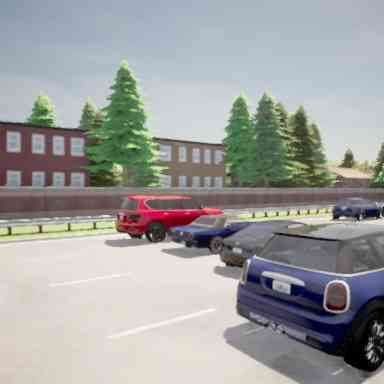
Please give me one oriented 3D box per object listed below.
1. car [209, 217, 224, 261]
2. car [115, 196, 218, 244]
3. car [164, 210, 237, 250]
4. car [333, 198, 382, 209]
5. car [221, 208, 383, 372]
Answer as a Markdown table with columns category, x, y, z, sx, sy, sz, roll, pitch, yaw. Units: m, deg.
| category | x | y | z | sx | sy | sz | roll | pitch | yaw |
| --- | --- | --- | --- | --- | --- | --- | --- | --- | --- |
| car | 2.849 | 1.531 | 10.075 | 4.181 | 1.385 | 1.994 | 0 | 0 | -35 |
| car | -0.881 | 1.187 | 16.015 | 5.566 | 2.045 | 2.150 | 0 | 0 | -35 |
| car | 1.485 | 1.565 | 13.404 | 4.718 | 1.301 | 1.895 | 0 | 0 | -36 |
| car | 12.992 | 1.248 | 25.911 | 4.553 | 1.767 | 2.097 | 0 | 0 | -35 |
| car | 2.977 | 1.329 | 5.869 | 4.553 | 1.767 | 2.097 | 0 | 0 | -36 |
